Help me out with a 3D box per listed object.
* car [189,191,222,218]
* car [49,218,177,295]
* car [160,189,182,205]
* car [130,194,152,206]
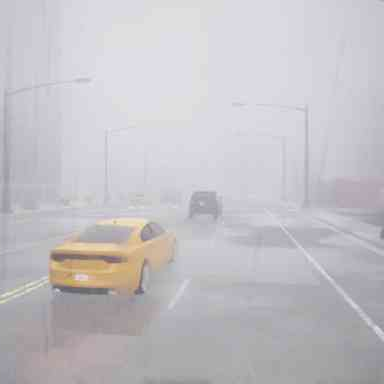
[{"bbox_3d":[1.154,0.928,26.481,2.150,2.045,5.566,0,1,9],"label":"car"},{"bbox_3d":[-1.698,1.431,8.758,1.882,1.535,5.008,0,1,9],"label":"car"},{"bbox_3d":[-2.839,0.656,46.559,2.150,2.045,5.566,0,1,10],"label":"car"},{"bbox_3d":[-6.762,0.950,44.366,1.882,1.535,5.008,0,0,10],"label":"car"}]
